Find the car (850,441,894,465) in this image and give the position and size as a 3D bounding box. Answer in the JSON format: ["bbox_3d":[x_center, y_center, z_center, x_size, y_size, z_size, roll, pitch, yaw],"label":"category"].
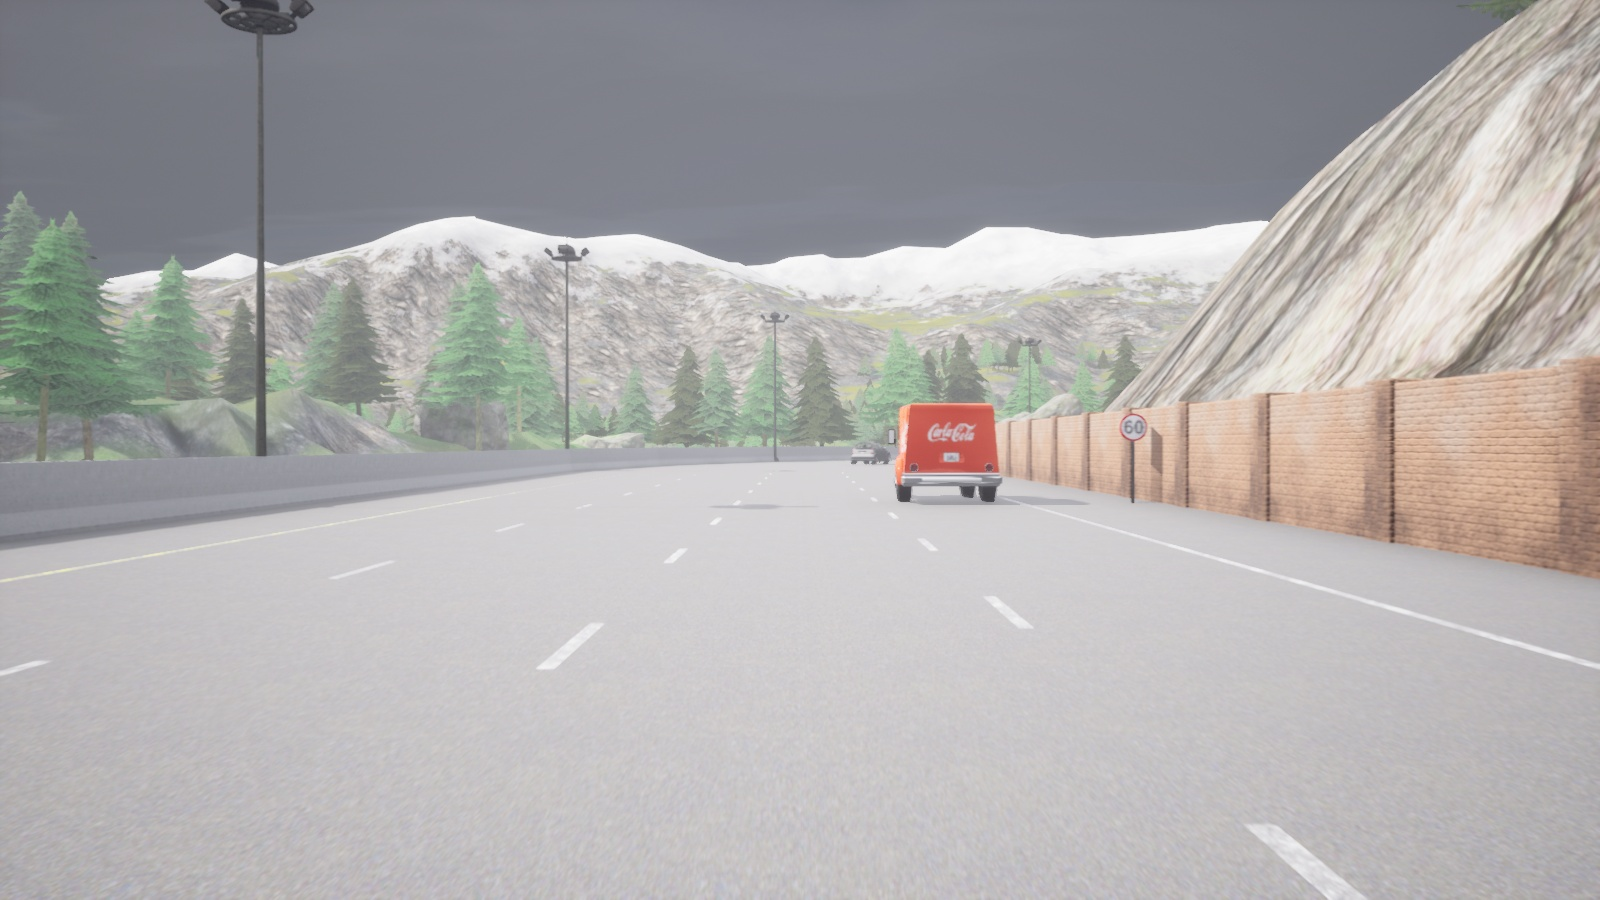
[{"bbox_3d":[4.948,0.162,86.279,1.851,1.617,3.988,0,0,22],"label":"car"}]

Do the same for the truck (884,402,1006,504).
[{"bbox_3d":[3.699,0.072,33.132,2.627,2.467,5.204,0,0,0],"label":"truck"}]
